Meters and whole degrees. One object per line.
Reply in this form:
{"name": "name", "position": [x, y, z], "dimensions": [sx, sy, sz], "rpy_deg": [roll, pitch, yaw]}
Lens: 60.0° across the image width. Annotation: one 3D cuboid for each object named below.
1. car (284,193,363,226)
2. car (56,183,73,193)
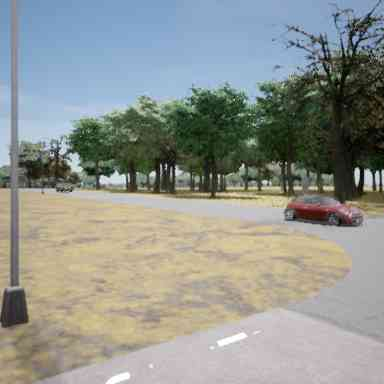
{"name": "car", "position": [8.018, 1.015, 20.499], "dimensions": [2.097, 1.767, 4.553], "rpy_deg": [-1, 2, -36]}
{"name": "car", "position": [-25.840, -0.837, 67.283], "dimensions": [2.150, 2.045, 5.566], "rpy_deg": [-1, 2, -36]}
